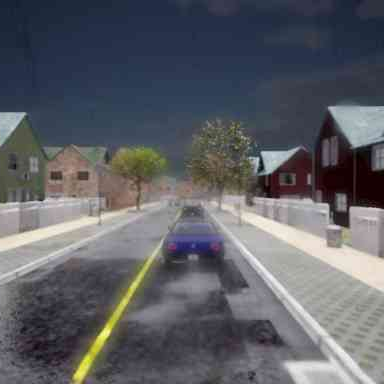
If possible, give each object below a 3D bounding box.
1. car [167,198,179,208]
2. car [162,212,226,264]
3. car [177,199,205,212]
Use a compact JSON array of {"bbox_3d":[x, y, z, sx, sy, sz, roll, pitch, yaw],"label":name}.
[{"bbox_3d":[-2.822,1.665,52.619,2.128,1.511,4.902,0,-1,0],"label":"car"},{"bbox_3d":[0.062,1.612,11.884,1.895,1.301,4.718,0,0,0],"label":"car"},{"bbox_3d":[0.068,1.538,28.323,2.128,1.511,4.902,0,0,0],"label":"car"}]
